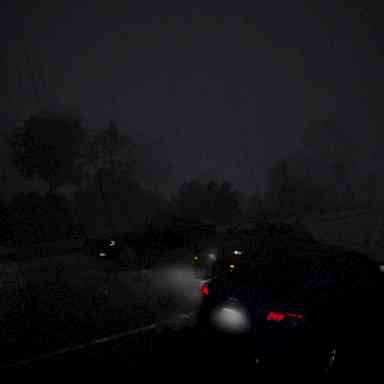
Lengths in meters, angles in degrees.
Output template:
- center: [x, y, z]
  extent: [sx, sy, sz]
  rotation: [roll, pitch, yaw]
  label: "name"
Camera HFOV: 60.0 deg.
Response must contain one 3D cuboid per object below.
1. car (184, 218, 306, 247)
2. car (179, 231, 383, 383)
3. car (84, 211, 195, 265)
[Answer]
- center: [2.094, 1.574, 10.219]
  extent: [4.181, 1.385, 1.994]
  rotation: [0, 0, -39]
  label: "car"
- center: [2.112, 1.569, 5.525]
  extent: [4.181, 1.385, 1.994]
  rotation: [0, 0, -38]
  label: "car"
- center: [-1.299, 1.493, 11.982]
  extent: [5.008, 1.535, 1.882]
  rotation: [0, 0, -39]
  label: "car"
